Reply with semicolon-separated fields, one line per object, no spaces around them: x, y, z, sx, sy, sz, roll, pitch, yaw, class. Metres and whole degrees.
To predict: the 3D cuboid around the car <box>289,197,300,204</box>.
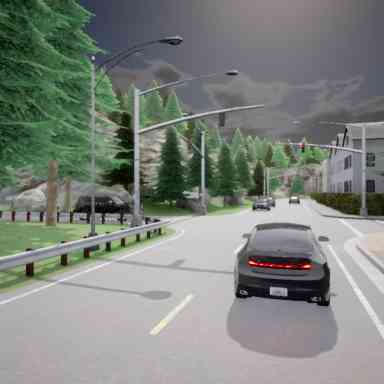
19.234;1.563;62.531;1.994;1.385;4.181;0;0;17;car

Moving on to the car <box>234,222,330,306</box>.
2.237;1.505;8.165;1.837;1.490;4.892;0;0;17;car

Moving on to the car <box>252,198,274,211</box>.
8.644;1.563;41.073;1.994;1.385;4.181;0;0;17;car

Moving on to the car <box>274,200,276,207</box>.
11.641;1.563;50.614;1.994;1.385;4.181;0;0;17;car

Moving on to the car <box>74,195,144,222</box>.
-6.567;1.236;26.253;5.566;2.045;2.150;0;0;17;car
